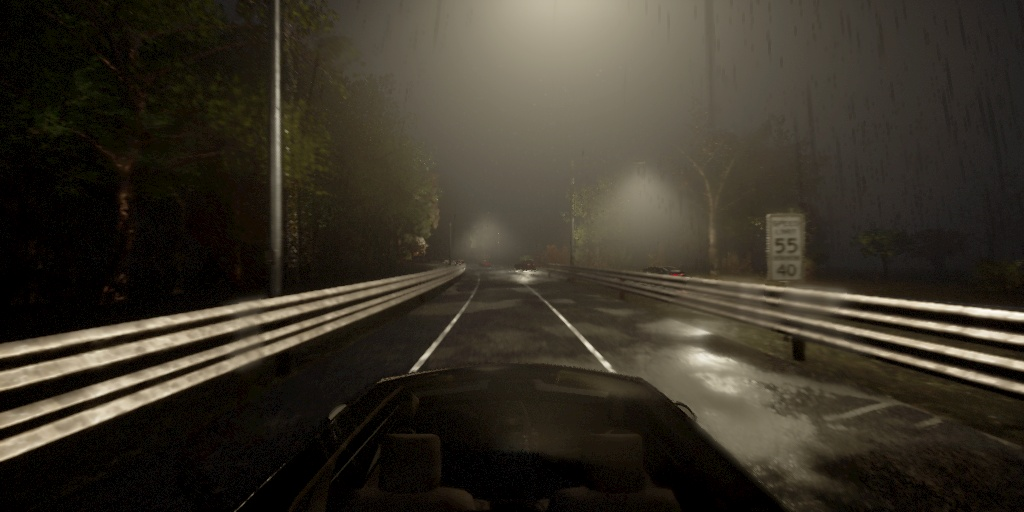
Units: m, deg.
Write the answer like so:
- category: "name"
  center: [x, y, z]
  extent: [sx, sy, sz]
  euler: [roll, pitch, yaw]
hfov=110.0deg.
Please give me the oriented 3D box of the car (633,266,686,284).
- category: "car"
  center: [11.478, 1.530, 28.435]
  extent: [1.837, 1.490, 4.892]
  euler: [0, 0, -19]

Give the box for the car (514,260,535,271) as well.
- category: "car"
  center: [1.940, 1.422, 56.790]
  extent: [2.097, 1.767, 4.553]
  euler: [1, -1, -19]
